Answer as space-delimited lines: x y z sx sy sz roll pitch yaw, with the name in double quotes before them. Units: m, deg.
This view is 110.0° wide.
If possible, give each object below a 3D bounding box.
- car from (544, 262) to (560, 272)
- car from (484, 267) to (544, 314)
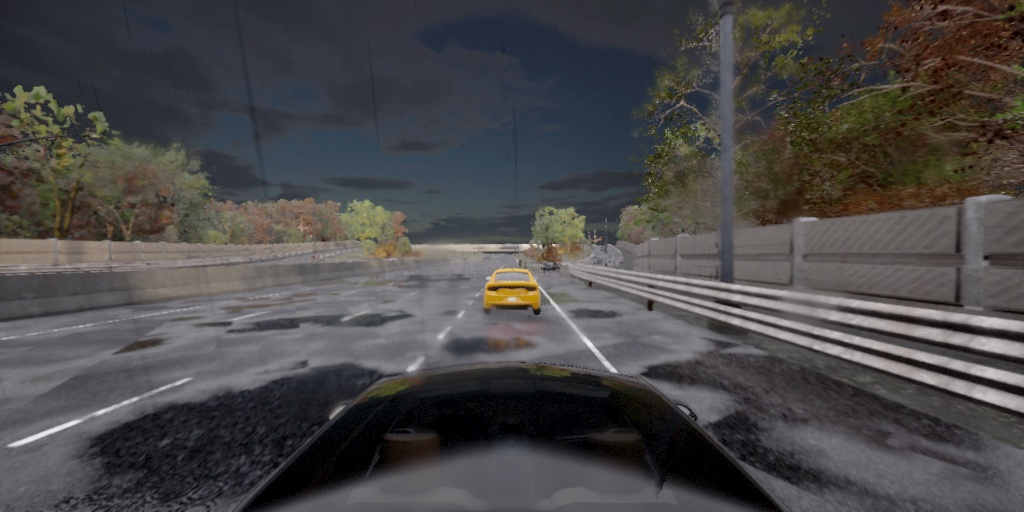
"car" 6.211 1.658 55.826 1.812 1.442 4.674 0 -1 21
"car" 0.006 1.229 13.906 1.882 1.535 5.008 0 0 0
